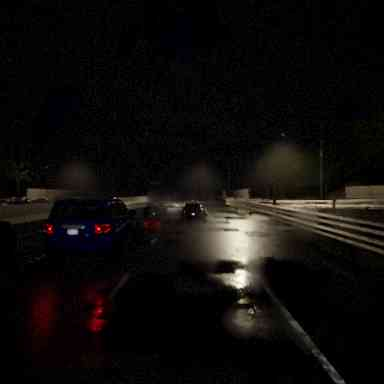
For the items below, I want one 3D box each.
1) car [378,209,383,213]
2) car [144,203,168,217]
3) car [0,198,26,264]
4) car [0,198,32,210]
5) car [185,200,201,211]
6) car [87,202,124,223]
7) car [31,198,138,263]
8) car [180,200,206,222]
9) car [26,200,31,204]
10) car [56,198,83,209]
[{"bbox_3d":[20.575,1.415,32.388,1.895,1.301,4.718,0,-2,-19],"label":"car"},{"bbox_3d":[-3.400,1.656,31.893,1.895,1.301,4.718,0,0,0],"label":"car"},{"bbox_3d":[-6.900,1.231,8.706,2.150,2.045,5.566,0,0,0],"label":"car"},{"bbox_3d":[-24.548,1.600,46.336,2.128,1.511,4.902,0,0,0],"label":"car"},{"bbox_3d":[0.100,1.693,42.817,1.895,1.301,4.718,0,0,0],"label":"car"},{"bbox_3d":[-6.900,1.567,27.047,1.812,1.442,4.674,0,0,0],"label":"car"},{"bbox_3d":[-3.400,1.235,12.168,2.150,2.045,5.566,0,0,0],"label":"car"},{"bbox_3d":[0.100,1.604,26.555,1.994,1.385,4.181,0,0,0],"label":"car"},{"bbox_3d":[-21.055,1.671,45.998,1.994,1.385,4.181,0,0,0],"label":"car"},{"bbox_3d":[-17.539,1.607,47.891,2.128,1.511,4.902,0,0,1],"label":"car"}]
